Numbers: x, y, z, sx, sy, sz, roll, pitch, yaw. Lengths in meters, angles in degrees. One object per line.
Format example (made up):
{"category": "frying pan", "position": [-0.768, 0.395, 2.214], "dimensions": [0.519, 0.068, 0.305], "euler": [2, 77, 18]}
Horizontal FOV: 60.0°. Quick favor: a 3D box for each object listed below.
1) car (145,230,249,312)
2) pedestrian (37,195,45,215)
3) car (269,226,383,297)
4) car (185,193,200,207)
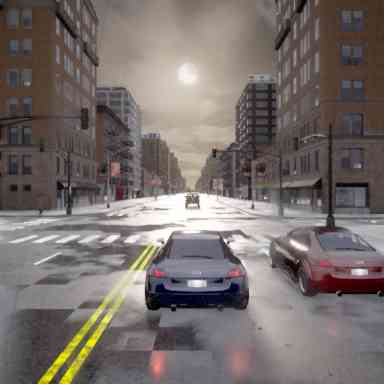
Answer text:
{"category": "car", "position": [0.089, 1.563, 7.798], "dimensions": [1.994, 1.385, 4.181], "euler": [0, 0, 0]}
{"category": "pedestrian", "position": [-14.138, 1.166, 31.123], "dimensions": [0.375, 1.860, 0.375], "euler": [0, 0, 0]}
{"category": "car", "position": [3.339, 1.563, 8.616], "dimensions": [1.994, 1.385, 4.181], "euler": [0, 0, 0]}
{"category": "car", "position": [0.107, 1.211, 51.337], "dimensions": [2.150, 2.045, 5.566], "euler": [0, 0, 0]}
